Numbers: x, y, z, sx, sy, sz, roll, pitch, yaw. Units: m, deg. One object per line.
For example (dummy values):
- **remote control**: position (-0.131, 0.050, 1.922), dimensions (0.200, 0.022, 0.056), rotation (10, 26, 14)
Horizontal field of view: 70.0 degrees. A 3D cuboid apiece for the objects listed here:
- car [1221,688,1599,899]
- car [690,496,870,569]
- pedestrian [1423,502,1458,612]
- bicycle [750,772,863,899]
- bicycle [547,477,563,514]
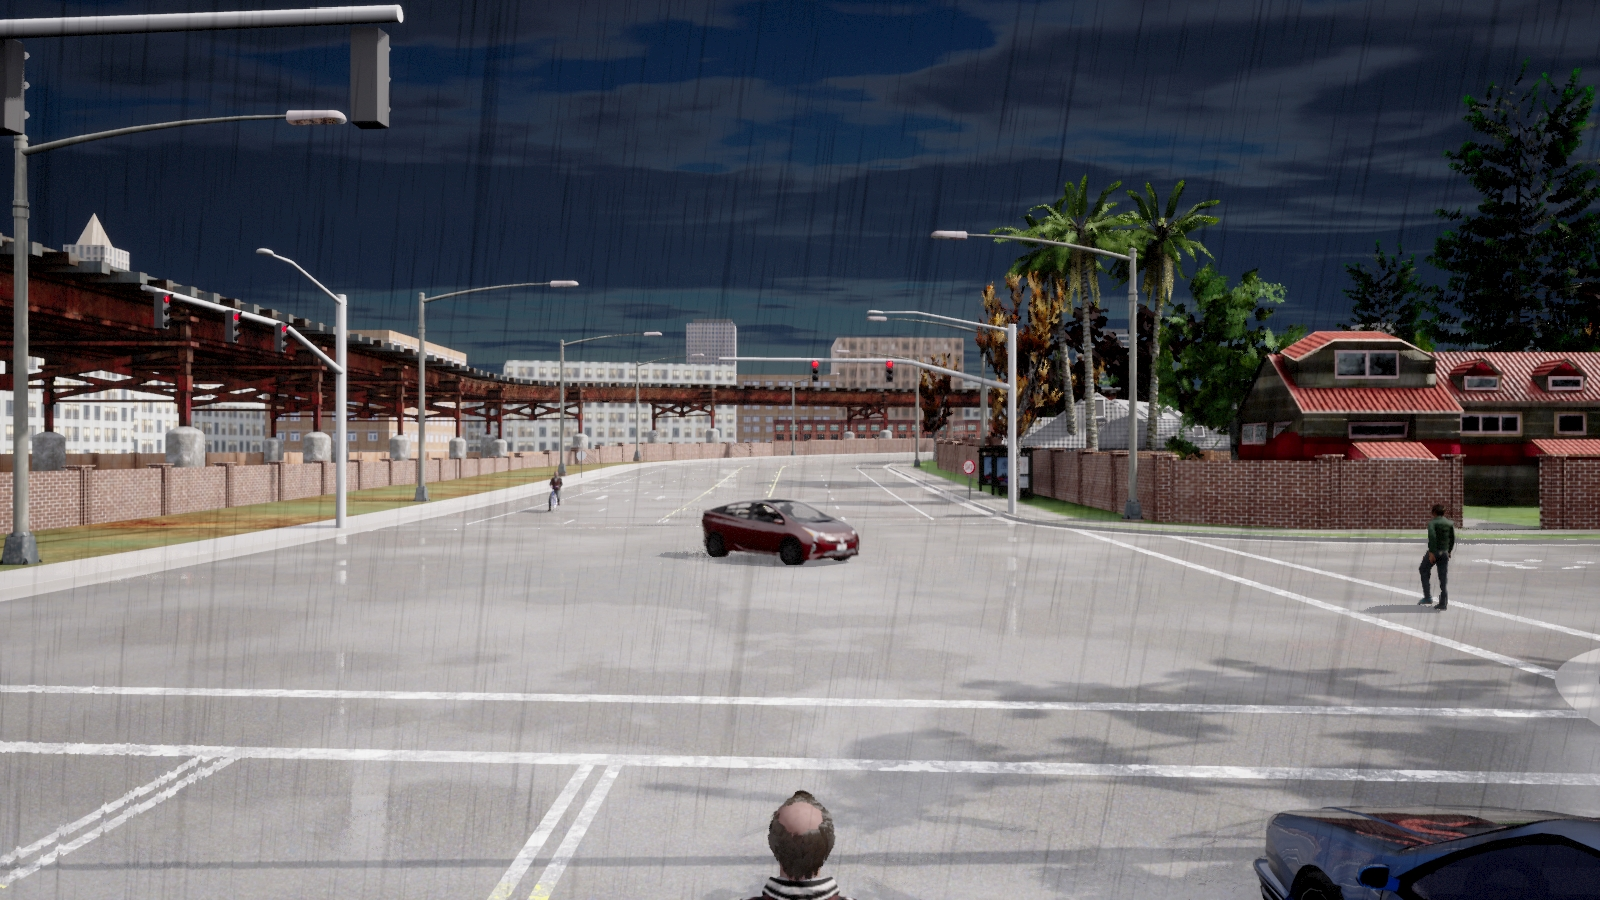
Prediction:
- **car**: position (3.467, 2.106, 4.038), dimensions (2.033, 1.411, 5.357), rotation (0, 0, 1)
- **car**: position (-0.581, 2.024, 29.000), dimensions (2.007, 1.525, 4.514), rotation (0, 0, -45)
- **pedestrian**: position (11.128, 1.848, 19.853), dimensions (0.375, 1.860, 0.375), rotation (0, 0, -4)
- **bicycle**: position (0.019, 2.048, 3.681), dimensions (0.329, 1.496, 1.835), rotation (0, 0, 0)
- **bicycle**: position (-10.519, 1.934, 49.111), dimensions (0.329, 1.496, 1.835), rotation (0, 0, 0)
